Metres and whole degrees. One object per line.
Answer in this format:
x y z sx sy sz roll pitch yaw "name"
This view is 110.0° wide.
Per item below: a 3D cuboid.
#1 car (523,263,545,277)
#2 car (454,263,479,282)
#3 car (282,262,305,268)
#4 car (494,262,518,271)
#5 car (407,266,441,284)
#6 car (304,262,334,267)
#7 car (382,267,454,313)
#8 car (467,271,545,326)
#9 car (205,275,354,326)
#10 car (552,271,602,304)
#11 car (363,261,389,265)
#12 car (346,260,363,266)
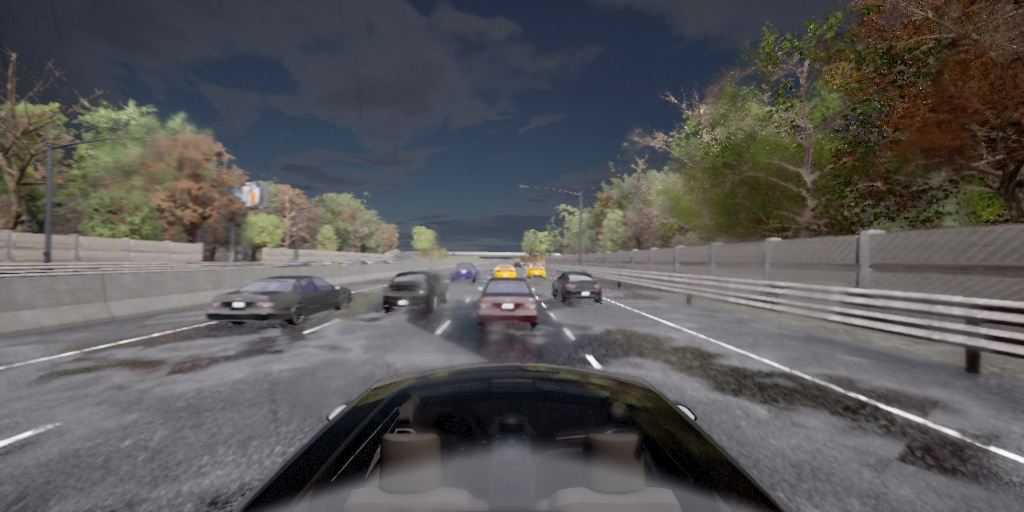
2.604 1.670 40.326 1.882 1.535 5.008 1 -1 -1 "car"
-4.120 1.391 32.434 2.097 1.767 4.553 1 -1 -1 "car"
-29.148 1.522 49.194 2.033 1.411 5.357 1 -1 -1 "car"
-0.659 1.572 34.380 1.882 1.535 5.008 1 -1 -1 "car"
-7.594 1.592 31.291 1.895 1.301 4.718 1 -1 -1 "car"
-25.653 1.606 48.830 1.895 1.301 4.718 1 -1 -1 "car"
-3.717 1.354 14.514 1.837 1.490 4.892 1 -1 -1 "car"
-0.163 1.406 12.065 2.033 1.411 5.357 1 -1 -1 "car"
-7.164 1.333 11.821 2.033 1.411 5.357 1 -1 -2 "car"
3.111 1.476 17.692 1.812 1.442 4.674 1 -1 -1 "car"
-18.694 1.446 50.504 2.097 1.767 4.553 1 -1 -1 "car"
-22.204 1.423 51.648 2.097 1.767 4.553 1 -1 -1 "car"
